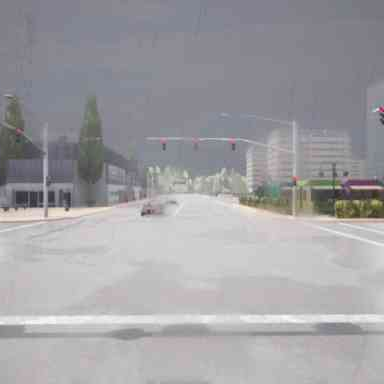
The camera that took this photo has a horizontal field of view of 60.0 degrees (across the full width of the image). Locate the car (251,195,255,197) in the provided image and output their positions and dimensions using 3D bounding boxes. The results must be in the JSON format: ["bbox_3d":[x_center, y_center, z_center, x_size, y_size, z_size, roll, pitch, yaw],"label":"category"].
[{"bbox_3d":[17.779,1.091,87.418,4.605,1.855,1.932,0,0,-2],"label":"car"}]

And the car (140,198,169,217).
[{"bbox_3d":[-3.497,1.547,30.574,1.994,1.385,4.181,0,0,0],"label":"car"}]

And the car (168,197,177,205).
[{"bbox_3d":[-3.494,1.560,56.367,1.895,1.301,4.718,0,0,0],"label":"car"}]
